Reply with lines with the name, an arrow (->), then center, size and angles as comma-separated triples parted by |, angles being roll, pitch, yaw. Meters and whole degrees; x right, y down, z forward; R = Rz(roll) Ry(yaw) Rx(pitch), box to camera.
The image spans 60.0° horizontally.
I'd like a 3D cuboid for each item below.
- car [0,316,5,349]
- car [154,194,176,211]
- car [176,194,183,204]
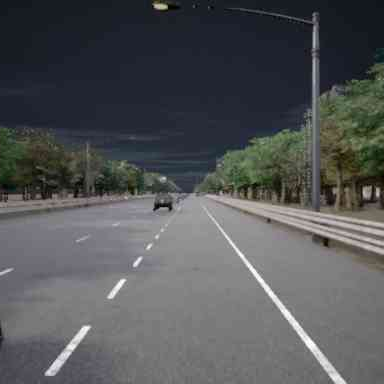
car -> -3.503, 1.565, 2.766 | 1.994, 1.385, 4.181 | 0, 0, 0
car -> -3.490, 1.252, 41.573 | 2.150, 2.045, 5.566 | 0, 0, 0
car -> -3.415, 1.612, 66.690 | 2.033, 1.411, 5.357 | 0, 0, 0
